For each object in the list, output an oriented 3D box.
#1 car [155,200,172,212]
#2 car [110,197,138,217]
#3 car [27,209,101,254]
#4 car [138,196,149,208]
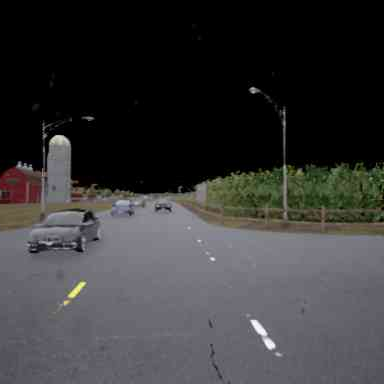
[{"bbox_3d":[-3.387,1.612,39.378,1.895,1.301,4.718,1,0,-5],"label":"car"},{"bbox_3d":[-6.407,1.462,31.165,1.812,1.442,4.674,1,0,-5],"label":"car"},{"bbox_3d":[-4.961,1.477,13.492,1.837,1.490,4.892,-1,0,-5],"label":"car"},{"bbox_3d":[-7.863,1.525,48.855,2.128,1.511,4.902,1,-1,-4],"label":"car"}]
